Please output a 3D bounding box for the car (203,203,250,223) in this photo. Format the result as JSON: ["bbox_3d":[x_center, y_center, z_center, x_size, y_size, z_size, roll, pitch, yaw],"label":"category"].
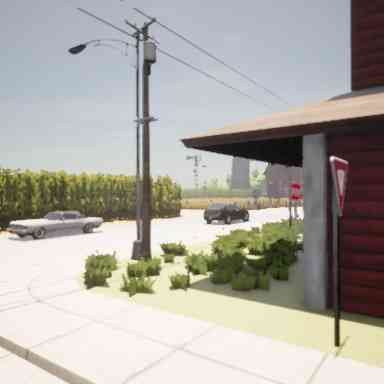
[{"bbox_3d":[2.724,1.613,25.562,1.837,1.490,4.892,0,0,36],"label":"car"}]

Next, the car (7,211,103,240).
[{"bbox_3d":[-7.337,1.733,18.190,1.895,1.301,4.718,0,0,37],"label":"car"}]
